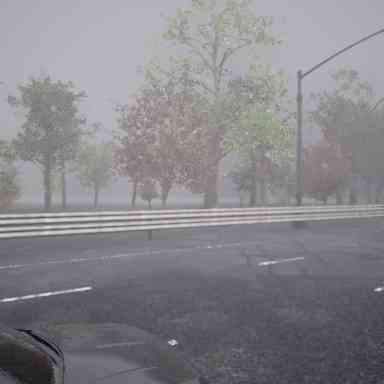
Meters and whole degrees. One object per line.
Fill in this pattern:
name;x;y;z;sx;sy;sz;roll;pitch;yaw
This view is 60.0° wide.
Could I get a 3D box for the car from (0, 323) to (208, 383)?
car;-2.103;1.503;1.824;4.892;1.490;1.837;0;0;-31
